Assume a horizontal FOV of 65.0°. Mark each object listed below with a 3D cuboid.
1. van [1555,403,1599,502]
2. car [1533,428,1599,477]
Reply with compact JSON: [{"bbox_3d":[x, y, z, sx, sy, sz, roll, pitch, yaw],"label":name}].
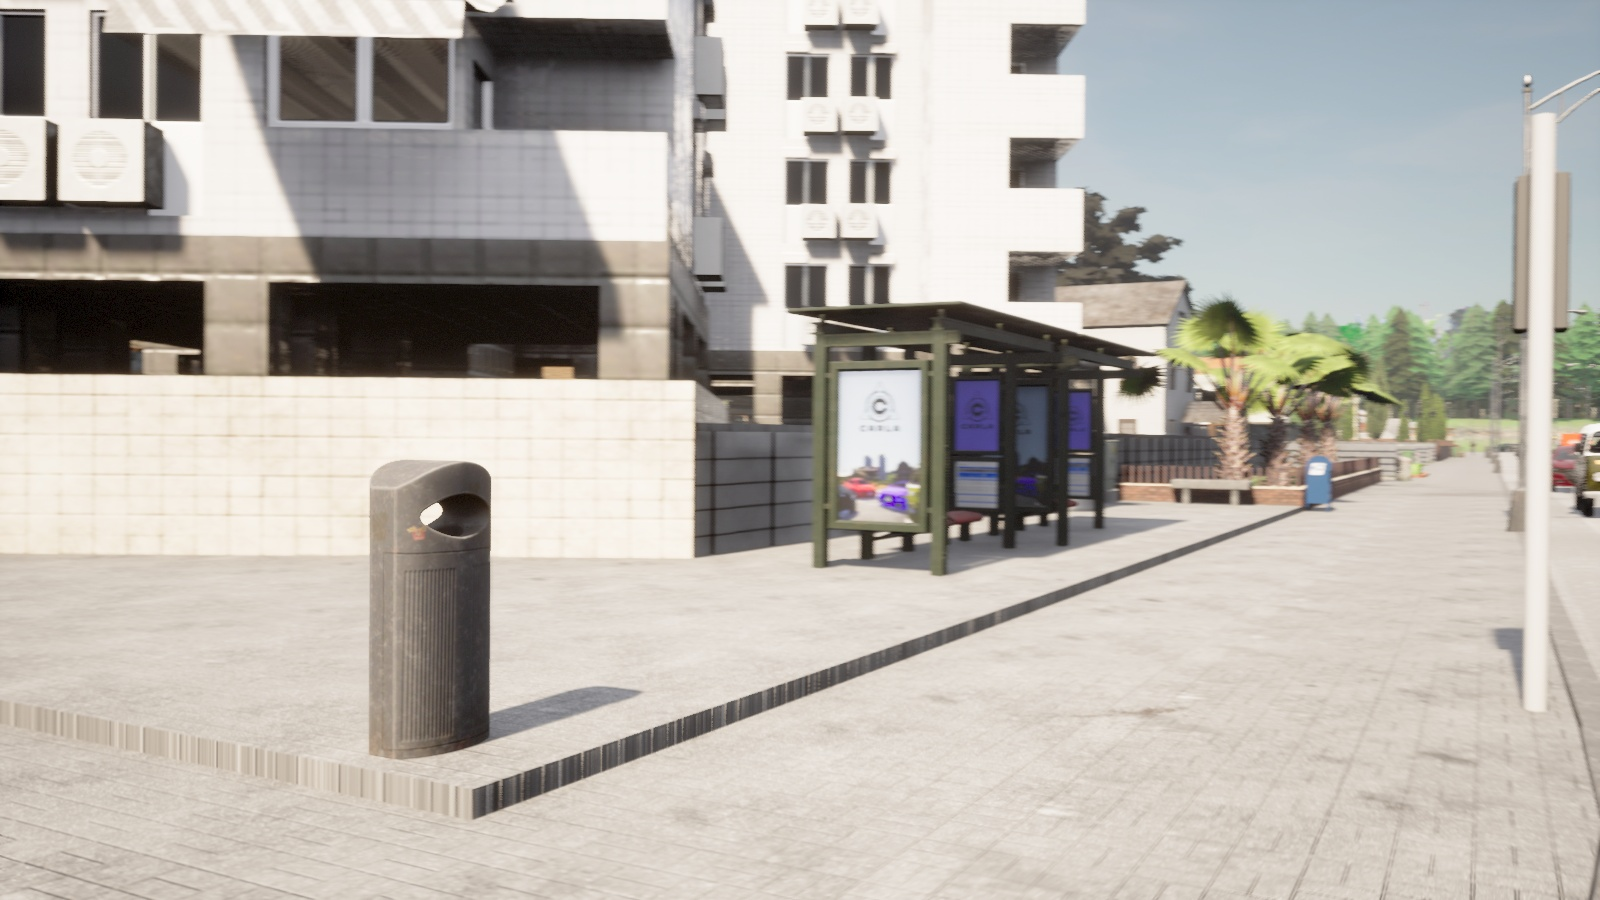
[{"bbox_3d":[17.935,0.018,27.614,2.069,2.038,4.480,0,1,28],"label":"van"},{"bbox_3d":[25.437,0.037,41.512,1.882,1.535,5.008,0,1,28],"label":"car"}]
